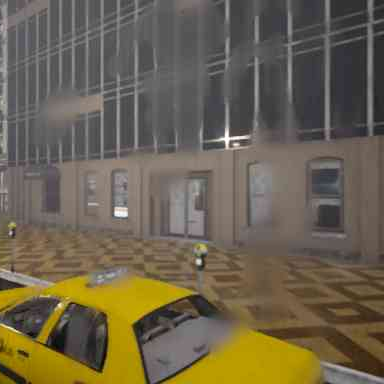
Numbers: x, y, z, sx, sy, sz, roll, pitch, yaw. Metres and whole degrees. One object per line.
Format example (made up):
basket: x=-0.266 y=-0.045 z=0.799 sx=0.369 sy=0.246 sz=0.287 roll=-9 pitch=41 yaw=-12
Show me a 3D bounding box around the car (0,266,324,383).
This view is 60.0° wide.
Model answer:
car: x=-1.101 y=1.509 z=3.663 sx=4.829 sy=1.417 sz=1.752 roll=0 pitch=0 yaw=35
